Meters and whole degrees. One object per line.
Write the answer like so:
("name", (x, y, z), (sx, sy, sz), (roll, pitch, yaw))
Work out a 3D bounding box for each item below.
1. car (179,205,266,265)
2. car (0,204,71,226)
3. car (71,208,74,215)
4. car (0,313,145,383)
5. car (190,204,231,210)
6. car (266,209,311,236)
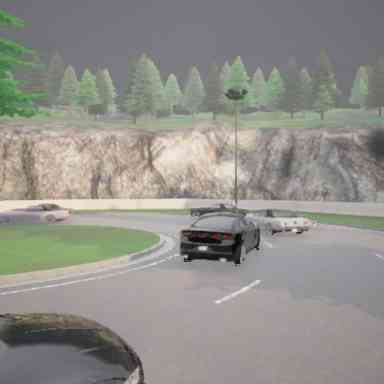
("car", (1.188, 1.473, 11.884), (1.882, 1.535, 5.008), (1, 0, 21))
("car", (-11.285, 1.598, 23.425), (4.718, 1.301, 1.895), (0, 0, -14))
("car", (-12.101, 1.598, 26.784), (4.718, 1.301, 1.895), (0, 0, -14))
("car", (-2.602, 1.490, 1.898), (4.902, 1.511, 2.128), (0, 0, -36))
("car", (2.064, 1.591, 27.155), (4.718, 1.301, 1.895), (0, 0, 41))
("car", (4.387, 1.593, 18.603), (1.895, 1.301, 4.718), (0, 0, -18))
